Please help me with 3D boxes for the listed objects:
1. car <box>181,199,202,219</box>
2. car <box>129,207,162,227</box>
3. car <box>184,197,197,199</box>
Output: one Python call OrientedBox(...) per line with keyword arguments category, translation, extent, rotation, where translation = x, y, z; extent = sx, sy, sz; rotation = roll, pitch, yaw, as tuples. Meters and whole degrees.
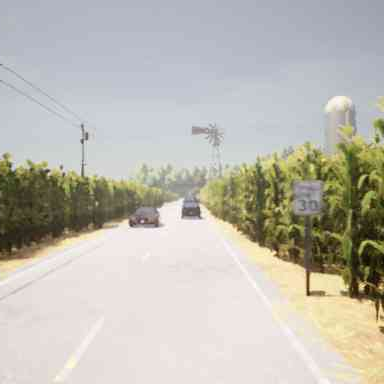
OrientedBox(category="car", translation=(-0.081, 1.759, 32.673), extent=(1.882, 1.535, 5.008), rotation=(0, 0, 0))
OrientedBox(category="car", translation=(-3.331, 1.806, 24.336), extent=(1.994, 1.385, 4.181), rotation=(0, 0, 0))
OrientedBox(category="car", translation=(-0.151, 1.611, 44.848), extent=(2.150, 2.045, 5.566), rotation=(0, 0, 0))
